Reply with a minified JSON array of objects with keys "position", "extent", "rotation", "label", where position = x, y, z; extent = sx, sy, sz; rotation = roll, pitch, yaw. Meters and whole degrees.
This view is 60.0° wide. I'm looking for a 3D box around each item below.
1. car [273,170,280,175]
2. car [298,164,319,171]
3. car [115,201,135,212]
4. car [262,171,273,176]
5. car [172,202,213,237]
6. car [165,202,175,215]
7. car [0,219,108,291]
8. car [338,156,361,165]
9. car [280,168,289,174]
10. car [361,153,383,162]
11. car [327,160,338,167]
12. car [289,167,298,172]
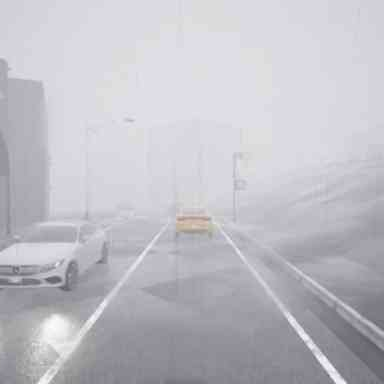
[{"position":[21.129,-4.488,77.074],"extent":[2.185,1.767,4.553],"rotation":[0,1,-1],"label":"car"},{"position":[21.493,-4.297,60.389],"extent":[2.185,1.767,4.553],"rotation":[0,1,-1],"label":"car"},{"position":[-10.419,2.103,51.218],"extent":[2.097,1.767,4.553],"rotation":[-1,-2,-27],"label":"car"},{"position":[20.888,-4.470,88.089],"extent":[2.231,1.521,4.892],"rotation":[0,1,-1],"label":"car"},{"position":[0.097,1.507,18.364],"extent":[1.882,1.535,5.008],"rotation":[0,0,0],"label":"car"},{"position":[-1.897,1.872,38.782],"extent":[1.994,1.385,4.181],"rotation":[0,-1,-13],"label":"car"},{"position":[-3.608,1.524,9.104],"extent":[1.812,1.442,4.674],"rotation":[0,0,0],"label":"car"},{"position":[21.860,-3.962,43.935],"extent":[2.231,1.521,4.892],"rotation":[0,1,-1],"label":"car"},{"position":[21.249,-4.427,71.555],"extent":[2.185,1.767,4.553],"rotation":[0,1,-1],"label":"car"},{"position":[22.093,-3.825,38.393],"extent":[2.002,1.452,4.674],"rotation":[0,1,-2],"label":"car"},{"position":[21.731,-4.040,49.452],"extent":[2.231,1.521,4.892],"rotation":[0,1,-1],"label":"car"},{"position":[21.373,-4.196,65.883],"extent":[2.002,1.452,4.674],"rotation":[0,1,-1],"label":"car"}]
